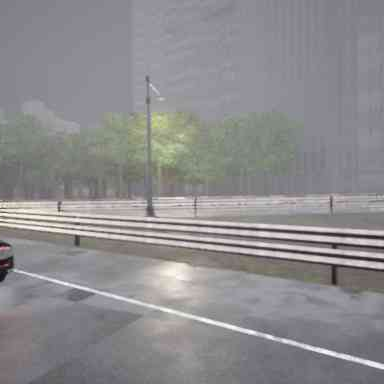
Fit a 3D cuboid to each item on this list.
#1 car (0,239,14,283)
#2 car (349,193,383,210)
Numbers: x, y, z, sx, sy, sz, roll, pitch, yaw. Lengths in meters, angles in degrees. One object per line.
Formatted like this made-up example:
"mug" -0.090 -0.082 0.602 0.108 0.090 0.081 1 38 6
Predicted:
"car" -6.443 1.515 8.481 4.902 1.511 2.128 0 0 36
"car" 16.975 0.837 30.718 4.902 1.511 2.128 -1 0 -6
